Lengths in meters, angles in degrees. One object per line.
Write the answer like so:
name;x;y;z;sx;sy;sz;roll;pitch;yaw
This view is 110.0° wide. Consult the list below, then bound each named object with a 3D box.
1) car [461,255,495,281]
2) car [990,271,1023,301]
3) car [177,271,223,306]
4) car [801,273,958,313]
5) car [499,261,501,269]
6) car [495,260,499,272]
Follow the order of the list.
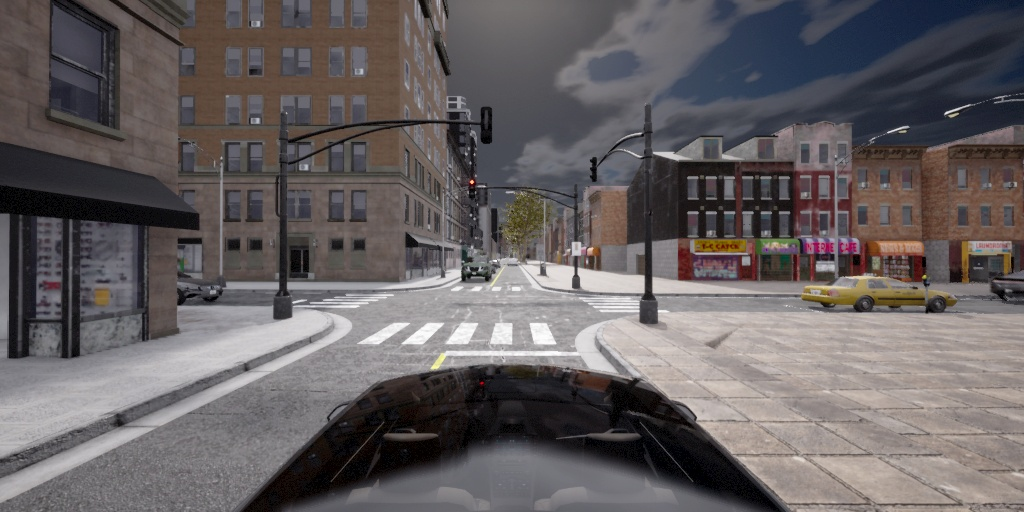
car;-2.856;0.958;29.829;2.150;2.045;5.566;0;0;0
car;24.873;1.405;16.210;4.902;1.511;2.128;0;0;0
car;-14.412;1.195;14.481;4.674;1.442;1.812;0;0;0
car;13.881;1.346;13.655;4.829;1.417;1.751;0;0;0
car;-2.831;1.290;56.700;1.994;1.385;4.181;0;0;0
car;-2.864;1.294;40.545;1.994;1.385;4.181;0;0;0
